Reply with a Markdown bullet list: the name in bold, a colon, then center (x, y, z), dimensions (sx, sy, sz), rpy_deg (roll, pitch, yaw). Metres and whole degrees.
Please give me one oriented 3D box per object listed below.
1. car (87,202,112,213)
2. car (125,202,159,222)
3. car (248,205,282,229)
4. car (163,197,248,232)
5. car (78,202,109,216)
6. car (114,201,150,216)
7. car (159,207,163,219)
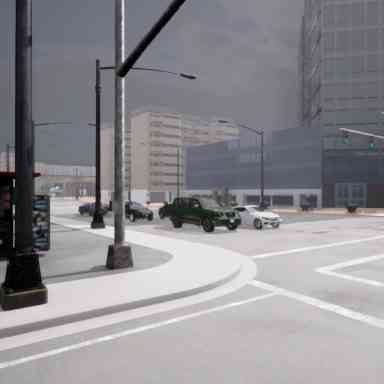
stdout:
- **car**: center (-12.706, 2.060, 45.741), dimensions (1.994, 1.385, 4.181), rpy_deg (0, -1, -35)
- **car**: center (-5.135, 1.741, 29.287), dimensions (1.837, 1.490, 4.892), rpy_deg (0, -1, -36)
- **car**: center (3.940, 1.635, 22.720), dimensions (1.812, 1.442, 4.674), rpy_deg (0, -1, -35)
- **car**: center (0.673, 1.335, 21.289), dimensions (2.150, 2.045, 5.566), rpy_deg (0, -1, -36)
- **car**: center (-11.381, 1.939, 37.903), dimensions (2.033, 1.411, 5.357), rpy_deg (0, -1, -36)
- **car**: center (-6.873, 1.841, 37.649), dimensions (2.128, 1.511, 4.902), rpy_deg (0, -1, -36)
- **car**: center (-1.360, 1.740, 30.107), dimensions (1.812, 1.442, 4.674), rpy_deg (0, -1, -36)
